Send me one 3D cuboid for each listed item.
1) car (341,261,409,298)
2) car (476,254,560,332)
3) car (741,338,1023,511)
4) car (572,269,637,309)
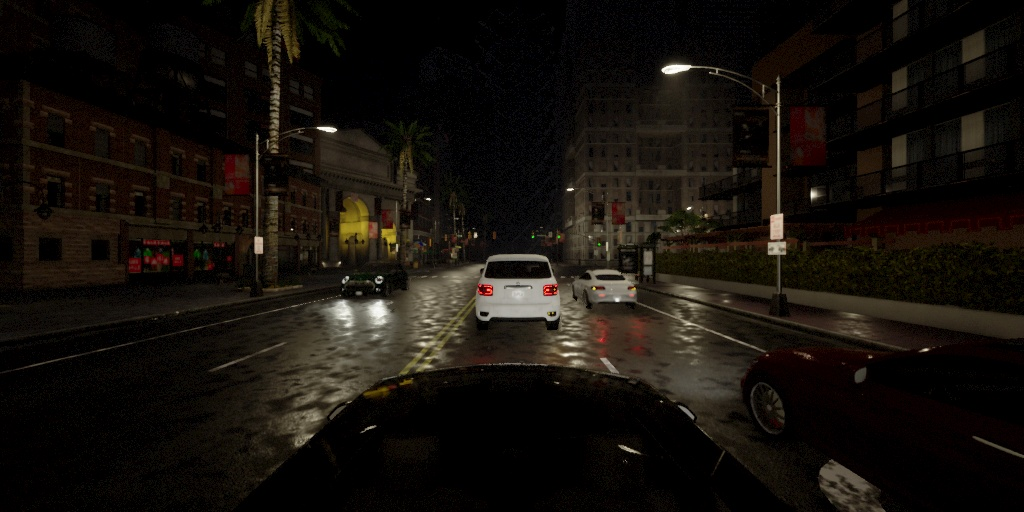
[{"bbox_3d":[-6.921,1.101,18.535,2.097,1.767,4.553,0,0,1],"label":"car"},{"bbox_3d":[0.159,0.971,11.063,2.150,2.045,5.566,0,0,0],"label":"car"},{"bbox_3d":[3.664,1.276,2.341,1.812,1.442,4.674,0,0,0],"label":"car"},{"bbox_3d":[3.684,1.275,14.819,1.812,1.442,4.674,0,0,0],"label":"car"}]
